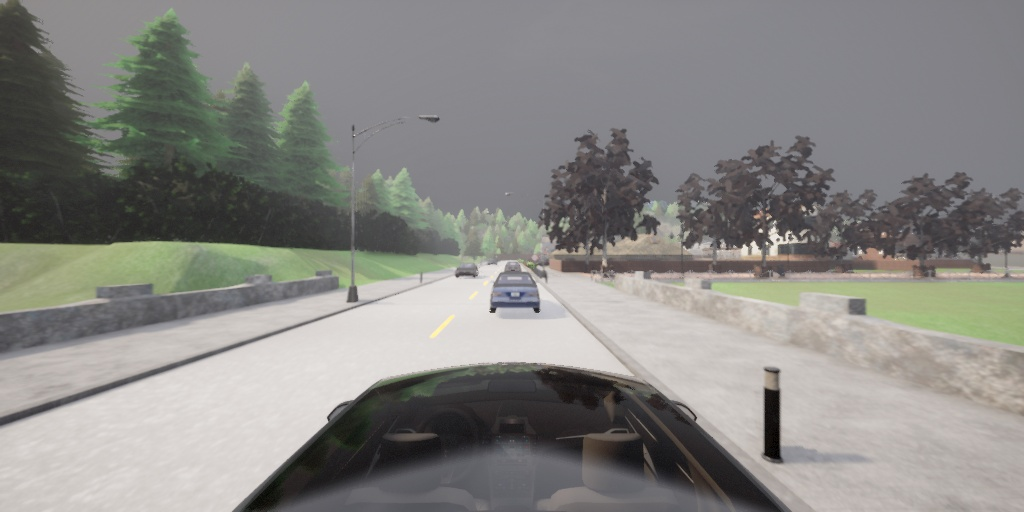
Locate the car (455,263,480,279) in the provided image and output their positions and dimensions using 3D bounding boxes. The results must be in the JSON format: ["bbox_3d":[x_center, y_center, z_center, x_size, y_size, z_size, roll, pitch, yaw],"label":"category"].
[{"bbox_3d":[-4.104,1.348,33.630,2.033,1.411,5.357,0,0,0],"label":"car"}]

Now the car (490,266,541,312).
[{"bbox_3d":[0.102,1.318,14.316,2.033,1.411,5.357,0,0,0],"label":"car"}]

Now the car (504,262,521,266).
[{"bbox_3d":[0.092,1.360,41.435,2.033,1.411,5.357,0,0,0],"label":"car"}]
